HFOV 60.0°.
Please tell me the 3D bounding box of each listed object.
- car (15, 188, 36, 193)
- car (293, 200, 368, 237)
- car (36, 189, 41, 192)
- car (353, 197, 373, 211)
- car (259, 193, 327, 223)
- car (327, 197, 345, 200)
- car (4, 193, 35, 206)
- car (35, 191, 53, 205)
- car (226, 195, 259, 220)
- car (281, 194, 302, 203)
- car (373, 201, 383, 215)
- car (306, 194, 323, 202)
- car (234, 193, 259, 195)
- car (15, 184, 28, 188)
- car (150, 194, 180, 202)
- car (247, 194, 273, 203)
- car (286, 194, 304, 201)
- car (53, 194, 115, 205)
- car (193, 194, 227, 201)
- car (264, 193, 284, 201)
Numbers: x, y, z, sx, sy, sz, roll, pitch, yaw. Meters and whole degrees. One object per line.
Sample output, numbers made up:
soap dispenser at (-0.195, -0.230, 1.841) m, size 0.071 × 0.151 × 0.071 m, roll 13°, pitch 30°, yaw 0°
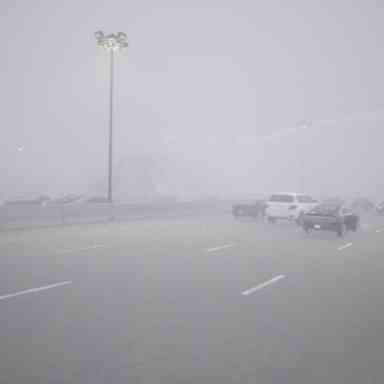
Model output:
car at (-24.689, 0.511, 48.259) m, size 1.812 × 1.442 × 4.674 m, roll 1°, pitch 0°, yaw -9°
car at (7.462, 1.415, 17.621) m, size 2.128 × 1.511 × 4.902 m, roll 2°, pitch 1°, yaw 39°
car at (-29.315, 0.104, 62.815) m, size 1.895 × 1.301 × 4.718 m, roll 1°, pitch 2°, yaw -26°
car at (19.937, 1.410, 38.781) m, size 1.837 × 1.490 × 4.892 m, roll 2°, pitch 1°, yaw 39°
car at (7.020, 1.080, 22.657) m, size 2.150 × 2.045 × 5.566 m, roll 2°, pitch 1°, yaw 39°
car at (18.259, 1.312, 42.281) m, size 1.882 × 1.535 × 5.008 m, roll 2°, pitch 1°, yaw 39°
car at (-14.238, 0.987, 30.035) m, size 1.895 × 1.301 × 4.718 m, roll 2°, pitch 1°, yaw 39°
car at (-10.560, 0.956, 29.024) m, size 2.128 × 1.511 × 4.902 m, roll 2°, pitch 1°, yaw 39°
car at (5.027, 1.263, 25.773) m, size 1.882 × 1.535 × 5.008 m, roll 2°, pitch 1°, yaw 39°
car at (17.382, 1.141, 58.133) m, size 1.837 × 1.490 × 4.892 m, roll 2°, pitch 1°, yaw 39°
car at (19.681, 1.570, 32.870) m, size 1.895 × 1.301 × 4.718 m, roll 2°, pitch 1°, yaw 39°
car at (24.991, 1.187, 67.625) m, size 1.812 × 1.442 × 4.674 m, roll 2°, pitch 1°, yaw 39°
car at (8.404, 0.952, 46.998) m, size 2.097 × 1.767 × 4.553 m, roll 2°, pitch 1°, yaw 39°
car at (-38.506, -1.100, 75.161) m, size 1.812 × 1.442 × 4.674 m, roll 0°, pitch 5°, yaw -45°
car at (-3.473, 0.990, 43.442) m, size 1.994 × 1.385 × 4.181 m, roll 2°, pitch 1°, yaw 39°
car at (11.698, 1.095, 56.680) m, size 2.033 × 1.411 × 5.357 m, roll 2°, pitch 1°, yaw 40°
car at (21.221, 1.180, 68.520) m, size 1.895 × 1.301 × 4.718 m, roll 2°, pitch 1°, yaw 39°
car at (-8.175, 1.064, 26.406) m, size 1.812 × 1.442 × 4.674 m, roll 2°, pitch 1°, yaw 39°
car at (2.080, 1.005, 44.750) m, size 2.128 × 1.511 × 4.902 m, roll 2°, pitch 1°, yaw 39°
car at (16.987, 1.029, 68.829) m, size 2.128 × 1.511 × 4.902 m, roll 2°, pitch 1°, yaw 39°
